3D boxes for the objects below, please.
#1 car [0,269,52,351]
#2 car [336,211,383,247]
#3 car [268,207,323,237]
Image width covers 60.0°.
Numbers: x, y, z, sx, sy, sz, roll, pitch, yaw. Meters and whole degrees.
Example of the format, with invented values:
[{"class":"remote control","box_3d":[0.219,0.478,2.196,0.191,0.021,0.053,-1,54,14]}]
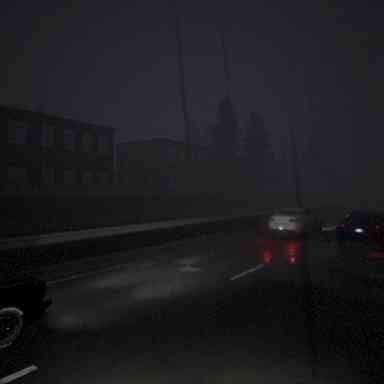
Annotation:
[{"class":"car","box_3d":[-4.246,1.600,3.965,1.895,1.301,4.718,0,0,35]},{"class":"car","box_3d":[8.027,1.561,15.298,1.994,1.385,4.181,0,0,35]},{"class":"car","box_3d":[5.677,1.523,18.034,1.812,1.442,4.674,0,0,36]}]
